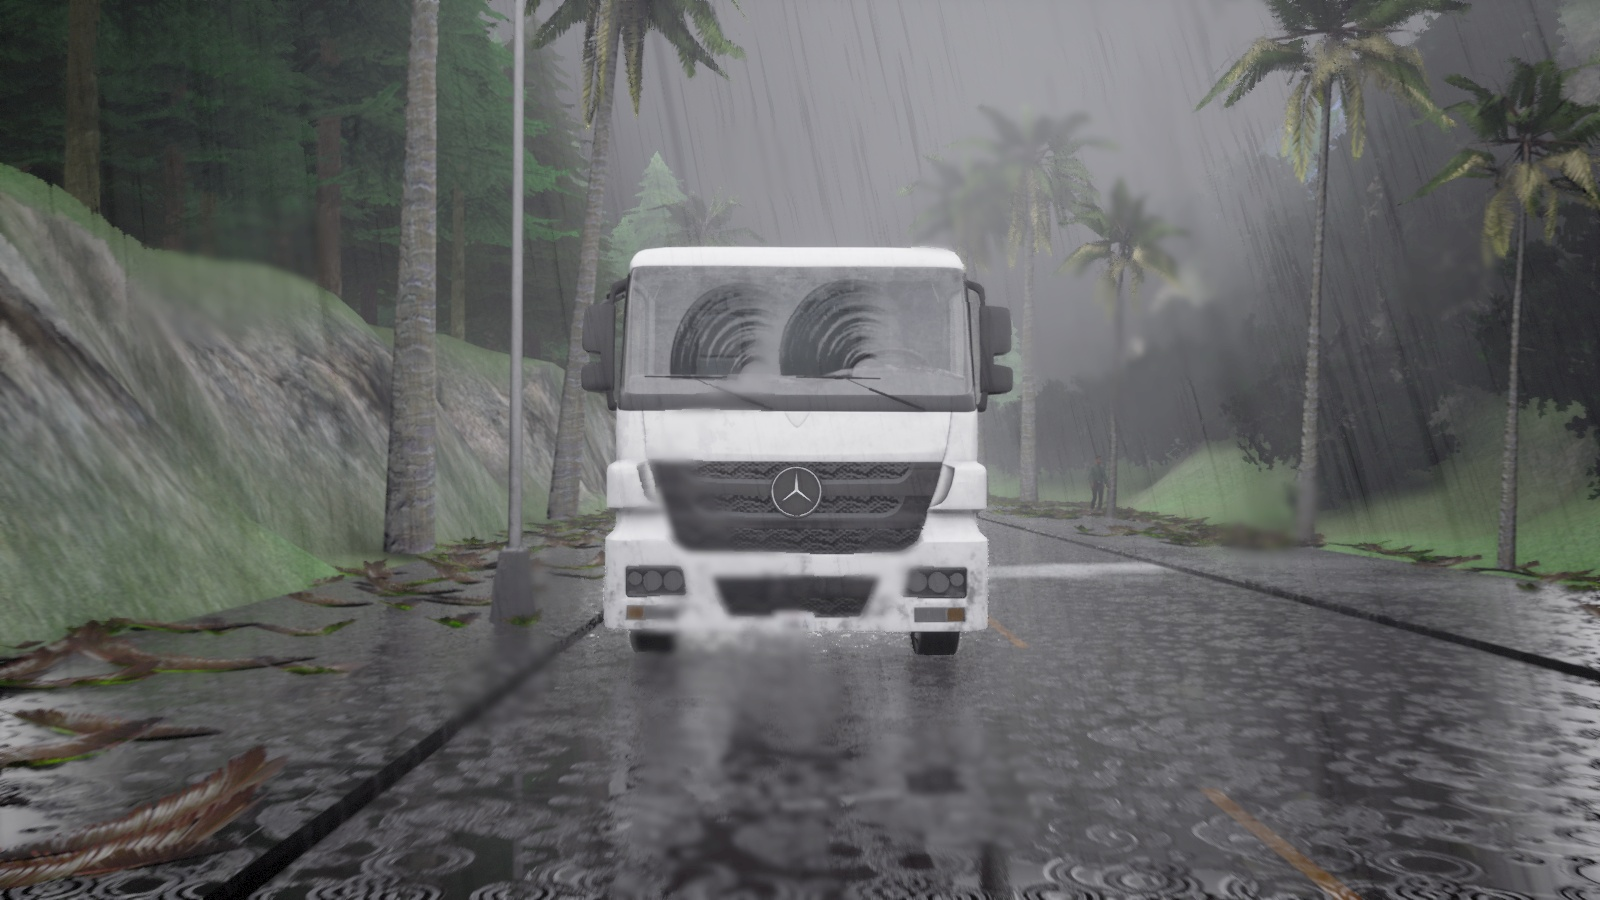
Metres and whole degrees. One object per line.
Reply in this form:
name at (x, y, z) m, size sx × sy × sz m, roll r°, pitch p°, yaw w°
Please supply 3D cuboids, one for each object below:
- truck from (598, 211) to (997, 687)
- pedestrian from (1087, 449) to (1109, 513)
truck at (-0.032, 0.052, 13.120) m, size 2.891 × 3.462 × 7.936 m, roll 0°, pitch -1°, yaw 0°
pedestrian at (9.163, 0.962, 38.640) m, size 0.423 × 1.949 × 0.788 m, roll 0°, pitch -1°, yaw -6°
